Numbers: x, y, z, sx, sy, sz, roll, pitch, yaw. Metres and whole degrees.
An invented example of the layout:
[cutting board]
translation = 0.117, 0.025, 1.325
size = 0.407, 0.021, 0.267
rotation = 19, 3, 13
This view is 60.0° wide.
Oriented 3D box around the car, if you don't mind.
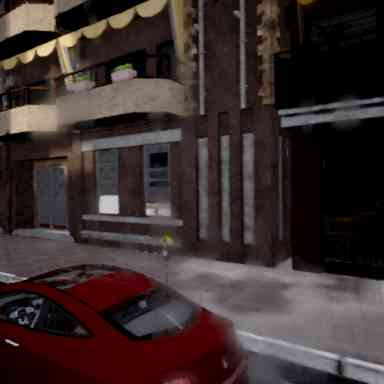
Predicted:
[car]
translation = -1.433, 1.532, 3.858
size = 4.206, 1.307, 1.802
rotation = 0, 1, 33
